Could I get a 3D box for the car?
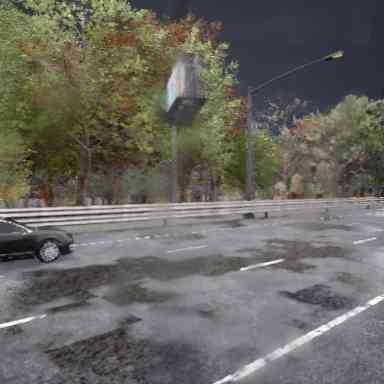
[{"bbox_3d":[-6.015,1.428,9.775,4.892,1.490,1.837,0,1,-41],"label":"car"}]
